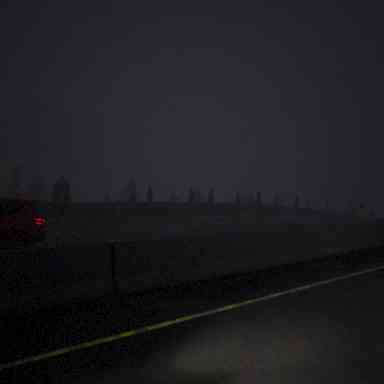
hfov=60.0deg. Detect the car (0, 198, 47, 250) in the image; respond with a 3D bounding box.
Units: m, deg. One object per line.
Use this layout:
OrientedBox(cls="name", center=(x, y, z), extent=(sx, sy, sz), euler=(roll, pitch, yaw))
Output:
OrientedBox(cls="car", center=(-7.929, 1.223, 11.232), extent=(5.566, 2.045, 2.150), euler=(1, 0, -35))
